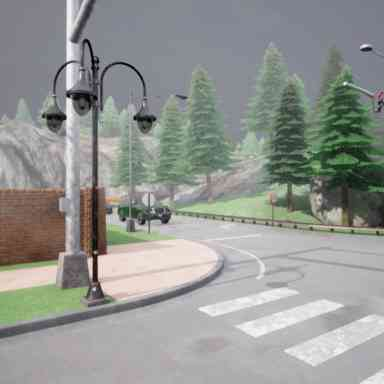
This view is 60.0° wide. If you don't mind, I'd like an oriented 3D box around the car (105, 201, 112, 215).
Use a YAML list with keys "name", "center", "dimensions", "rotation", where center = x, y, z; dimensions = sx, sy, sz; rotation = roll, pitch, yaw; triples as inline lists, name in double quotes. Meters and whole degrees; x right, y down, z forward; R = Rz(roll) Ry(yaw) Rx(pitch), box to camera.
- name: "car"
  center: [-9.547, 1.365, 33.379]
  dimensions: [2.097, 1.767, 4.553]
  rotation: [0, 0, -34]

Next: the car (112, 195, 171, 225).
- name: "car"
  center: [-3.673, 1.235, 24.618]
  dimensions: [2.150, 2.045, 5.566]
  rotation: [0, 0, -34]
